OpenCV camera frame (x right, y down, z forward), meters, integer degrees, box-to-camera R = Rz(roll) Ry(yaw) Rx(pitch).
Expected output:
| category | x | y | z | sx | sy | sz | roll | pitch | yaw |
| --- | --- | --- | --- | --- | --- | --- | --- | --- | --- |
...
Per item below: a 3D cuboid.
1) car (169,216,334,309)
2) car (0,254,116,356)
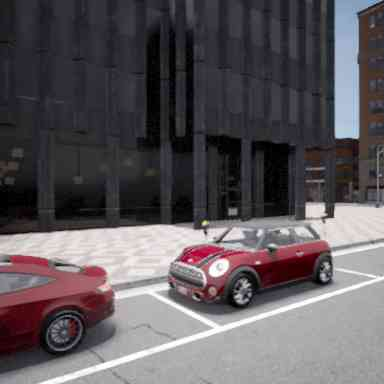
| category | x | y | z | sx | sy | sz | roll | pitch | yaw |
| --- | --- | --- | --- | --- | --- | --- | --- | --- | --- |
| car | 1.448 | 1.433 | 7.799 | 4.097 | 1.590 | 1.967 | 0 | 0 | -35 |
| car | -3.144 | 1.582 | 4.523 | 4.206 | 1.307 | 1.802 | 0 | 0 | -35 |
